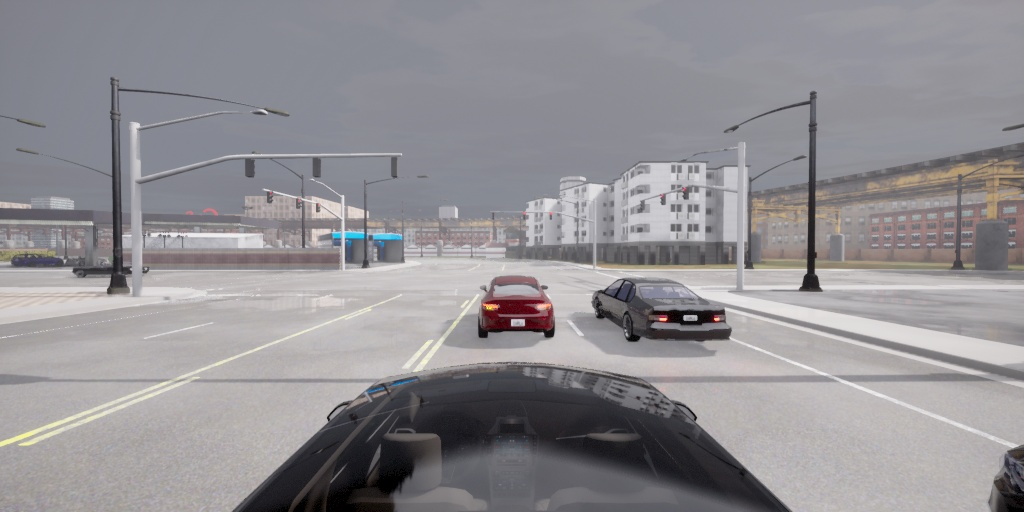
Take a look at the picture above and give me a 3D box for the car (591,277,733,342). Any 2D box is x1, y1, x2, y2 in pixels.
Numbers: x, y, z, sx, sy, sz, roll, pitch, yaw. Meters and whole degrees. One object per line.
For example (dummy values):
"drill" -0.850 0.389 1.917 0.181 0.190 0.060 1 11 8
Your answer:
"car" 3.580 1.283 9.716 2.033 1.411 5.357 0 0 0

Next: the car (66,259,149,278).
"car" -33.757 1.137 30.184 4.718 1.301 1.895 0 1 -1

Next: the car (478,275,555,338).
"car" 0.069 1.257 10.000 1.812 1.442 4.674 0 0 -1
